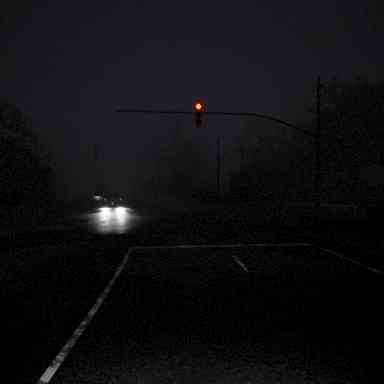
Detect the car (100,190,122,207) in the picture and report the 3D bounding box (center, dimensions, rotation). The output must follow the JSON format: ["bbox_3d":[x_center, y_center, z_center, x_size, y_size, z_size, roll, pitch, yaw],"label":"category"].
[{"bbox_3d":[-8.271,0.750,34.469,1.895,1.301,4.718,0,2,-15],"label":"car"}]

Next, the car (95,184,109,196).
[{"bbox_3d":[-15.934,-0.454,58.643,2.150,2.045,5.566,-1,2,-19],"label":"car"}]

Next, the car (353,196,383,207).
[{"bbox_3d":[21.907,1.099,40.008,4.718,1.301,1.895,2,1,-16],"label":"car"}]
